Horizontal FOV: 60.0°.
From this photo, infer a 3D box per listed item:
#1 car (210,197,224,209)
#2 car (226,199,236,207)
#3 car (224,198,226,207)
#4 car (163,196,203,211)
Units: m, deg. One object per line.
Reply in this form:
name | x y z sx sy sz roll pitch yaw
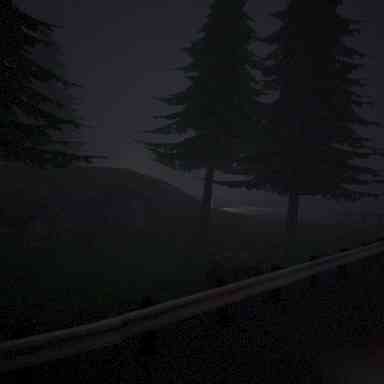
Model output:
car | 1.284 1.322 42.535 4.553 1.767 2.097 0 0 36
car | 4.046 1.454 49.172 4.902 1.511 2.128 0 0 36
car | 1.867 1.467 46.428 4.892 1.490 1.837 0 0 36
car | -0.784 1.322 39.710 4.553 1.767 2.097 0 0 36
